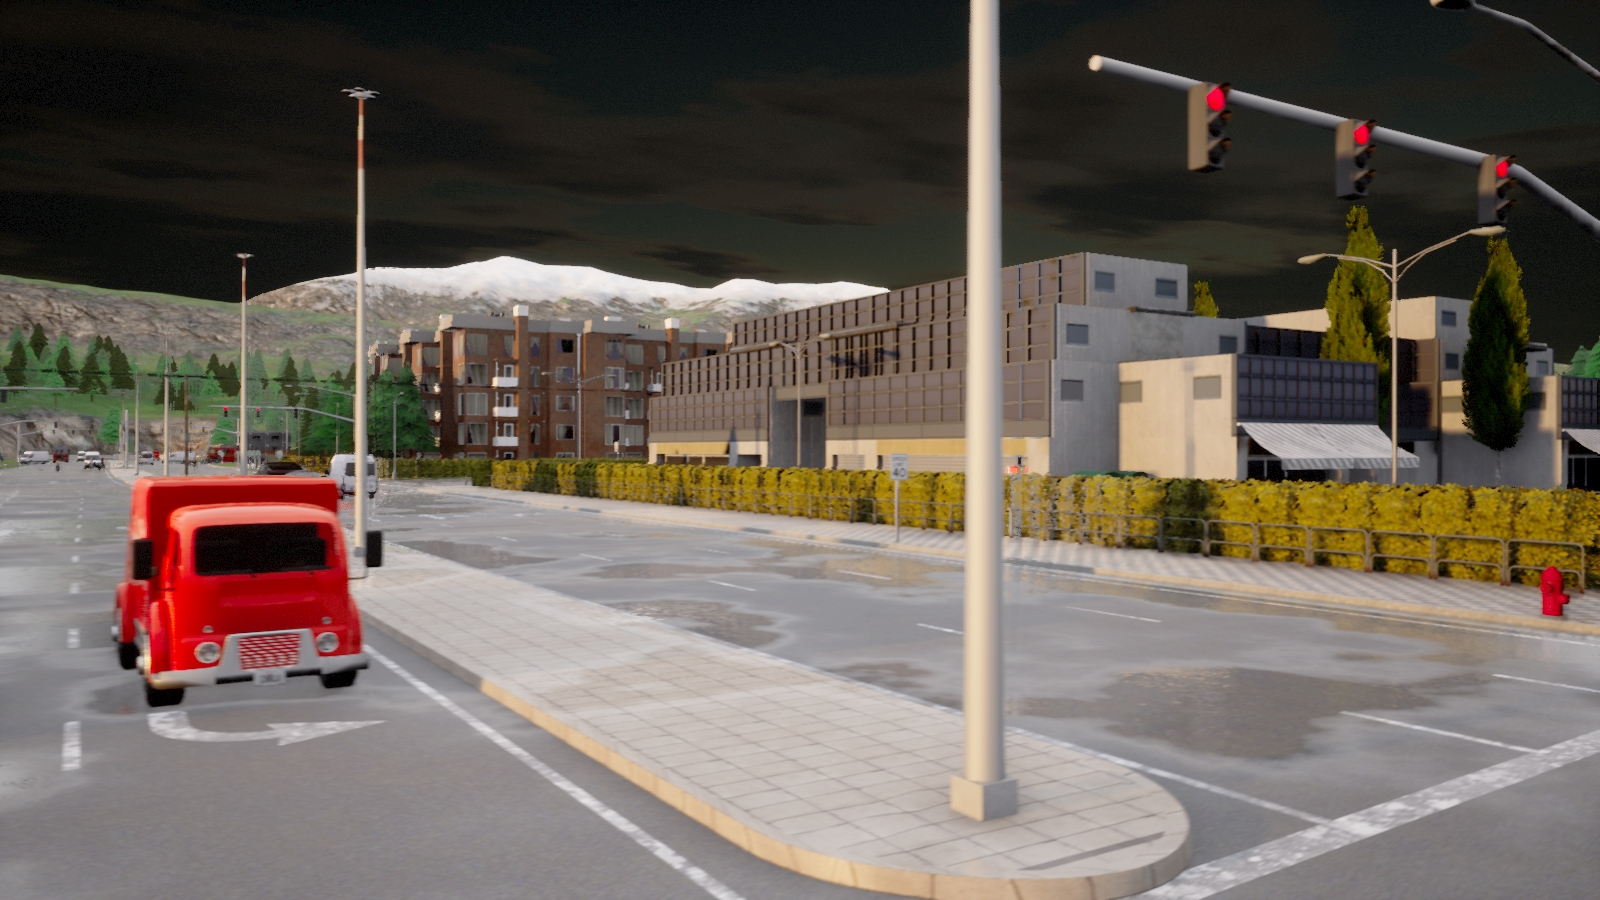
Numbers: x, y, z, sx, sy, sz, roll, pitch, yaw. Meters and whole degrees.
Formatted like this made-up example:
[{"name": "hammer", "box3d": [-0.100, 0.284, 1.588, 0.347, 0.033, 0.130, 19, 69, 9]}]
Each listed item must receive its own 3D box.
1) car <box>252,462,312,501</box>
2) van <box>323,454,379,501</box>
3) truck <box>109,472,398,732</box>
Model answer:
[{"name": "car", "box3d": [-30.078, 1.757, 66.221, 2.390, 2.098, 6.274, 0, 0, -32]}, {"name": "van", "box3d": [-26.260, 1.538, 66.697, 1.988, 2.561, 5.915, 0, 0, -32]}, {"name": "truck", "box3d": [-6.999, 1.569, 14.247, 2.627, 2.467, 5.204, 0, 0, -33]}]
